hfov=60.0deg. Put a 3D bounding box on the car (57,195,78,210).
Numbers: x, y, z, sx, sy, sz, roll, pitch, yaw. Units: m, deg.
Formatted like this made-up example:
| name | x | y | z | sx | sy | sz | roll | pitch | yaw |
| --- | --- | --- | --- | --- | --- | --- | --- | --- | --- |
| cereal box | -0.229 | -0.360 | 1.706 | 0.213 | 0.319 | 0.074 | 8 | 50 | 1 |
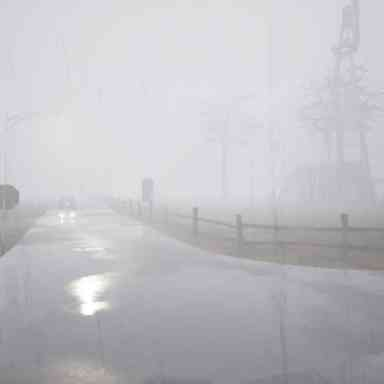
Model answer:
| name | x | y | z | sx | sy | sz | roll | pitch | yaw |
| --- | --- | --- | --- | --- | --- | --- | --- | --- | --- |
| car | -13.520 | 1.110 | 36.072 | 2.128 | 1.511 | 4.902 | 1 | 0 | -21 |
